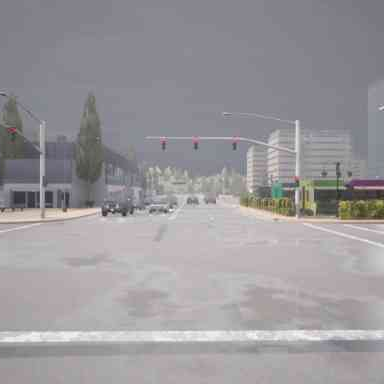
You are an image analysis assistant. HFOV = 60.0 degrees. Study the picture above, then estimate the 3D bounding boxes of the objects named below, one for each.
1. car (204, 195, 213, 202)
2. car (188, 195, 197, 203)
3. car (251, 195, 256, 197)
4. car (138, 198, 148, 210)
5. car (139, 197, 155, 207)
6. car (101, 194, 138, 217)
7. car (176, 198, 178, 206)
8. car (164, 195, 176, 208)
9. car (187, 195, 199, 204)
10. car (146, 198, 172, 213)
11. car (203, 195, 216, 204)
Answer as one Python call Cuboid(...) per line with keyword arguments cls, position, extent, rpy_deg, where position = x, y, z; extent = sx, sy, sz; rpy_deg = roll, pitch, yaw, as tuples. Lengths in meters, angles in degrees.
Cuboid(cls="car", position=(3.551, 1.420, 73.867), extent=(1.812, 1.442, 4.674), rpy_deg=(0, 0, 0))
Cuboid(cls="car", position=(0.054, 1.501, 73.859), extent=(1.882, 1.535, 5.008), rpy_deg=(0, 0, 0))
Cuboid(cls="car", position=(17.828, 1.180, 86.750), extent=(4.605, 1.855, 1.932), rpy_deg=(0, 0, -1))
Cuboid(cls="car", position=(-7.071, 1.505, 42.270), extent=(2.128, 1.511, 4.902), rpy_deg=(0, 0, 0))
Cuboid(cls="car", position=(-7.054, 1.580, 52.227), extent=(1.994, 1.385, 4.181), rpy_deg=(0, 0, 0))
Cuboid(cls="car", position=(-7.091, 1.231, 32.382), extent=(2.150, 2.045, 5.566), rpy_deg=(0, 0, 1))
Cuboid(cls="car", position=(-3.545, 1.369, 55.898), extent=(2.097, 1.767, 4.553), rpy_deg=(0, 0, 0))
Cuboid(cls="car", position=(-3.567, 1.519, 46.035), extent=(1.837, 1.490, 4.892), rpy_deg=(0, 0, 0))
Cuboid(cls="car", position=(0.140, 1.371, 62.147), extent=(2.097, 1.767, 4.553), rpy_deg=(0, 0, 0))
Cuboid(cls="car", position=(-3.575, 1.612, 36.720), extent=(1.895, 1.301, 4.718), rpy_deg=(0, 0, 0))
Cuboid(cls="car", position=(3.544, 1.511, 63.592), extent=(2.128, 1.511, 4.902), rpy_deg=(0, 0, 0))
